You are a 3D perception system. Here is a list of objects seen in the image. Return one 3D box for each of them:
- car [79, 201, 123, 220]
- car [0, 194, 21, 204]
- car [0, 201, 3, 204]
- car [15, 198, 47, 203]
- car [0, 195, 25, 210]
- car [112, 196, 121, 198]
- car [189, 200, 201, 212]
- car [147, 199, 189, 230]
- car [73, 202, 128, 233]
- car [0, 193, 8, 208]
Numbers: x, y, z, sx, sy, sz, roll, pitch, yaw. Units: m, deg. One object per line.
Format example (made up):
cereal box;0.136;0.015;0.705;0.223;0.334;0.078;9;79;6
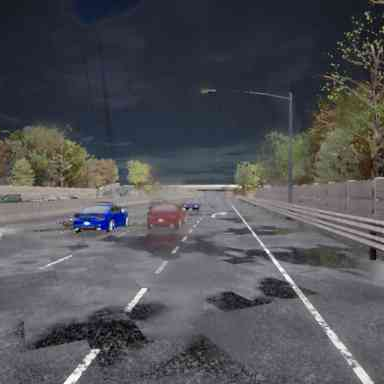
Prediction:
car;-7.841;1.548;29.329;2.033;1.411;5.357;0;0;5
car;-21.374;1.224;37.370;2.150;2.045;5.566;0;0;5
car;-9.403;1.350;11.951;2.097;1.767;4.553;0;0;5
car;-17.770;1.604;38.380;1.895;1.301;4.718;0;0;5
car;-24.311;1.358;43.805;2.097;1.767;4.553;0;0;6
car;-17.643;1.562;77.801;1.812;1.442;4.674;0;0;5
car;0.058;1.605;39.018;1.895;1.301;4.718;0;0;5
car;-1.528;1.477;21.350;1.882;1.535;5.008;0;0;5
car;-5.198;1.477;19.626;1.882;1.535;5.008;0;0;5
car;-27.712;1.228;45.030;2.150;2.045;5.566;0;0;5
